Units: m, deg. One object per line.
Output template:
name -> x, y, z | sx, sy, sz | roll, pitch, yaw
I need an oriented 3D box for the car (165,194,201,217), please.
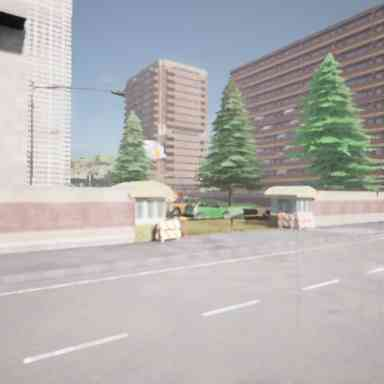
car -> -0.733, 1.356, 31.788 | 4.605, 1.855, 1.932 | 1, 0, -35

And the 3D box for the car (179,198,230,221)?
car -> 1.297, 1.517, 27.741 | 3.988, 1.617, 1.851 | 1, 0, -35
